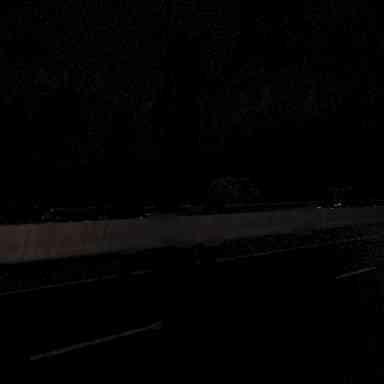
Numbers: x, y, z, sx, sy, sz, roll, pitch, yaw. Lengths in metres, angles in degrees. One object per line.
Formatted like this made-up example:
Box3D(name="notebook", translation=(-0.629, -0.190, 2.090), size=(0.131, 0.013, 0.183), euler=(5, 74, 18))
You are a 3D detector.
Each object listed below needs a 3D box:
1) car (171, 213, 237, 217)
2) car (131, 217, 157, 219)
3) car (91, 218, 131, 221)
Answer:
Box3D(name="car", translation=(0.903, 1.482, 21.835), size=(5.008, 1.535, 1.882), euler=(0, 0, -35))
Box3D(name="car", translation=(-1.894, 1.567, 24.138), size=(4.181, 1.385, 1.994), euler=(0, 0, -35))
Box3D(name="car", translation=(-5.806, 1.508, 25.649), size=(4.892, 1.490, 1.837), euler=(0, 0, -35))
